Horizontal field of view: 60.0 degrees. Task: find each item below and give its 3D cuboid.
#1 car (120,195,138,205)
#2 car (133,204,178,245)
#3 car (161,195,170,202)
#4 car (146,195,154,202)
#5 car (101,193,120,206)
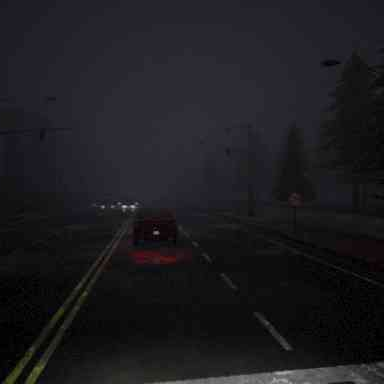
[{"bbox_3d":[-10.858,1.627,57.852,1.895,1.301,4.718,0,0,-7],"label":"car"},{"bbox_3d":[-1.739,1.478,15.740,1.882,1.535,5.008,0,0,-7],"label":"car"},{"bbox_3d":[-6.051,1.484,75.515,2.128,1.511,4.902,0,0,-7],"label":"car"},{"bbox_3d":[-9.522,1.458,75.064,1.882,1.535,5.008,0,0,-7],"label":"car"},{"bbox_3d":[-14.413,1.267,58.077,2.150,2.045,5.566,0,0,-7],"label":"car"}]
